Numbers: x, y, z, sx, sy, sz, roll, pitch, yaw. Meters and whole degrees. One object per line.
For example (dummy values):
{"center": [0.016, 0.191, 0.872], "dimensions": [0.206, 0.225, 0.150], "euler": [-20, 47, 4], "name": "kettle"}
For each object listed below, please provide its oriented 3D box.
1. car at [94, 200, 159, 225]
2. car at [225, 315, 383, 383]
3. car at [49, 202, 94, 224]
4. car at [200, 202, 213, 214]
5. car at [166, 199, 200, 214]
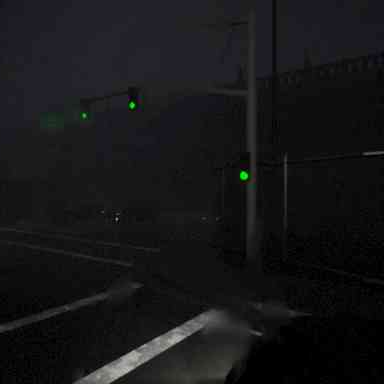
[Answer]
{"center": [-4.527, 1.388, 24.536], "dimensions": [2.097, 1.767, 4.553], "euler": [0, 0, 35], "name": "car"}
{"center": [2.806, 1.549, 1.965], "dimensions": [5.357, 1.411, 2.033], "euler": [0, 0, 36], "name": "car"}
{"center": [-8.313, 1.510, 25.255], "dimensions": [1.882, 1.535, 5.008], "euler": [0, 0, 35], "name": "car"}
{"center": [3.284, 1.514, 35.516], "dimensions": [1.882, 1.535, 5.008], "euler": [0, 1, 35], "name": "car"}
{"center": [-0.743, 1.510, 35.895], "dimensions": [1.882, 1.535, 5.008], "euler": [0, 0, 35], "name": "car"}
